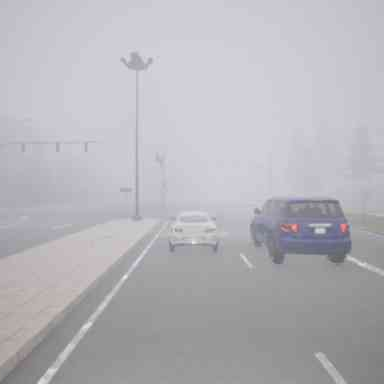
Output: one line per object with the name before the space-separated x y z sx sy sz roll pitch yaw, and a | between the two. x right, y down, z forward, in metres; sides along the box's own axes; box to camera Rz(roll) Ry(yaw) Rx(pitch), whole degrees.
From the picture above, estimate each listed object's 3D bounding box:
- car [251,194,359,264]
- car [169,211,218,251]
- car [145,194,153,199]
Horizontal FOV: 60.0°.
car | 3.564 1.189 11.879 2.150 2.045 5.566 0 0 0
car | 0.077 1.493 13.830 1.812 1.442 4.674 0 0 0
car | -12.081 1.303 93.260 2.128 1.511 4.902 0 0 -1
